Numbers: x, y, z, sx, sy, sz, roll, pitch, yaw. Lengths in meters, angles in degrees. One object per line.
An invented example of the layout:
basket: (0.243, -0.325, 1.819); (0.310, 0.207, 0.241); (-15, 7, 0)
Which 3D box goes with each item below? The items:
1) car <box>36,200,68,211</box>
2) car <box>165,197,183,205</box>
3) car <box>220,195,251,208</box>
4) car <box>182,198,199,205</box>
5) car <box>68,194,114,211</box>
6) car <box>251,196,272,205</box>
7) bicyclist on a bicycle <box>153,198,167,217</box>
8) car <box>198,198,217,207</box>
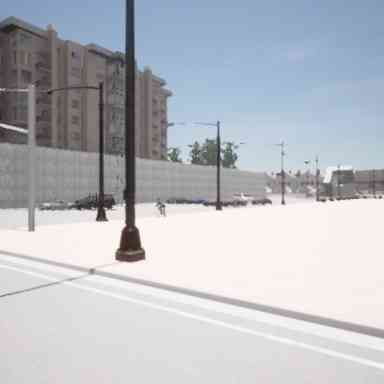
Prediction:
car: (-17.212, 1.708, 42.415); (1.895, 1.301, 4.718); (0, 0, 36)
car: (-3.016, 1.616, 61.879); (1.837, 1.490, 4.892); (0, -1, 36)
car: (6.583, 1.618, 51.144); (2.033, 1.411, 5.357); (0, 0, 36)
car: (0.861, 1.700, 61.229); (1.895, 1.301, 4.718); (0, 0, 36)
car: (-12.580, 1.319, 42.838); (2.150, 2.045, 5.566); (0, 0, 36)
car: (12.571, 1.618, 59.487); (2.033, 1.411, 5.357); (0, 0, 36)
bicyclist on a bicycle: (-2.731, 1.353, 28.341); (1.656, 1.620, 0.582); (-1, 0, 36)
car: (3.551, 1.681, 52.927); (1.895, 1.301, 4.718); (0, 0, 36)
